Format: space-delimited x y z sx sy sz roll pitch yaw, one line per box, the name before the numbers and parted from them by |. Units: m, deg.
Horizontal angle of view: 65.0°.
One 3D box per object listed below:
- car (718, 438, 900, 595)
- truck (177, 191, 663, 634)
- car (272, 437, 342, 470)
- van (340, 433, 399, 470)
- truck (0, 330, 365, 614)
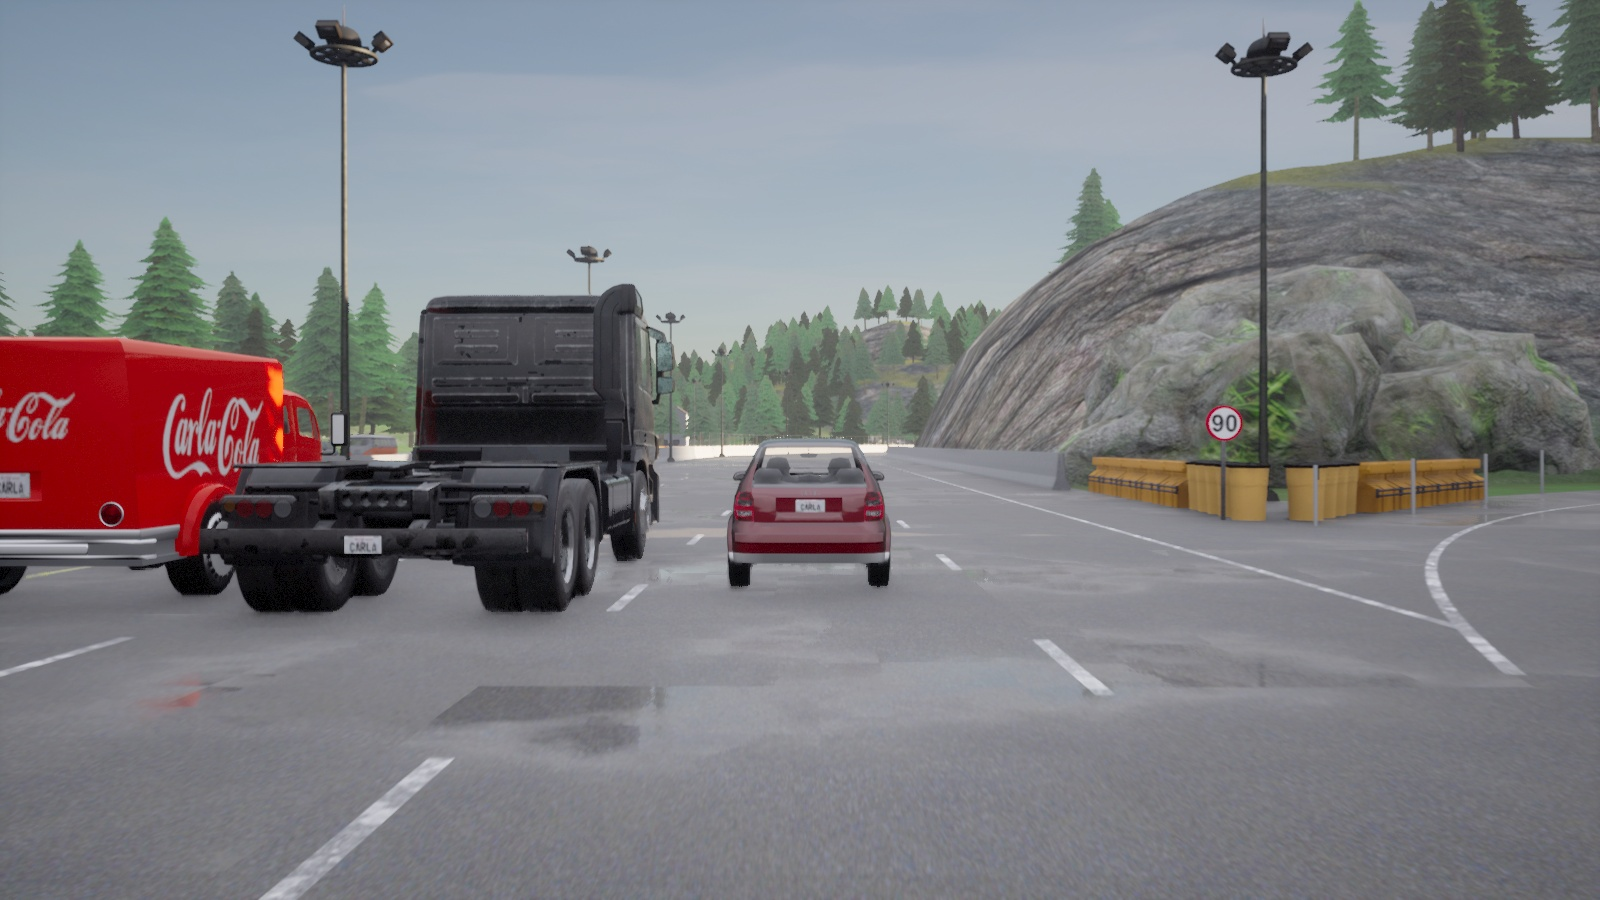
car | 0.098 0.645 14.249 1.789 1.549 3.705 0 0 0
truck | -3.404 -0.315 13.785 2.891 3.462 7.936 0 0 0
car | -27.574 0.189 70.417 2.097 1.767 4.553 0 0 0
van | -24.074 0.086 70.344 1.775 1.987 4.442 0 0 0
truck | -6.906 0.178 13.510 2.627 2.467 5.204 0 0 0
